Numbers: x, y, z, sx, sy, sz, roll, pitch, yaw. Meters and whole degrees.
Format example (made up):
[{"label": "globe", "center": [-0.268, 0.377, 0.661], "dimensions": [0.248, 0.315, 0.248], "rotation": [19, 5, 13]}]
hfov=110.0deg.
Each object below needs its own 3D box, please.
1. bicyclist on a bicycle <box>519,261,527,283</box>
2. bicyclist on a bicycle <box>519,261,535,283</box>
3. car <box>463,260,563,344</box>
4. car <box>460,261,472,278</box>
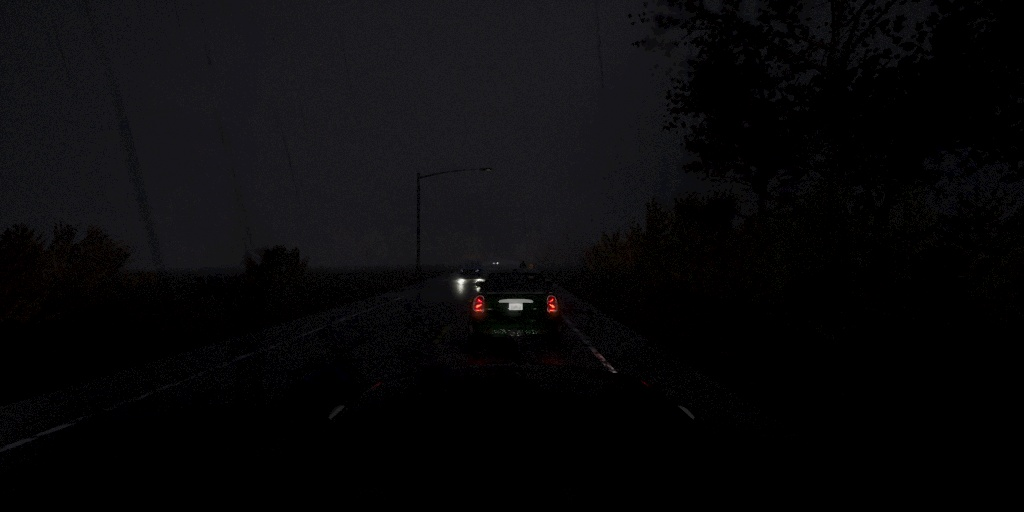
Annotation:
[{"label": "bicyclist on a bicycle", "center": [0.843, 1.193, 27.235], "dimensions": [0.582, 1.620, 1.656], "rotation": [0, 0, 0]}, {"label": "bicyclist on a bicycle", "center": [0.905, 1.181, 17.119], "dimensions": [0.866, 1.612, 1.509], "rotation": [0, 0, 0]}, {"label": "car", "center": [0.073, 1.099, 9.775], "dimensions": [2.097, 1.767, 4.553], "rotation": [0, 0, 0]}, {"label": "car", "center": [-3.778, 1.217, 34.010], "dimensions": [1.882, 1.535, 5.008], "rotation": [0, 0, -1]}]
